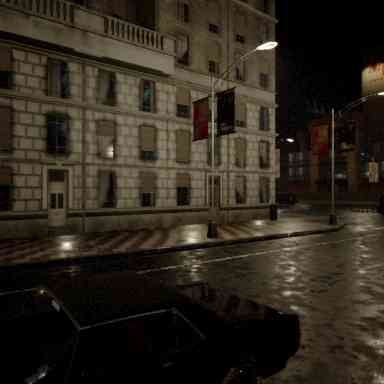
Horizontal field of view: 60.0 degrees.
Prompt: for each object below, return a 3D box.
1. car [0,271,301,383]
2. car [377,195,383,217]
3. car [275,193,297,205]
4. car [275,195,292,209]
[{"bbox_3d":[-1.149,1.601,3.165,4.718,1.301,1.895,0,0,-36],"label":"car"},{"bbox_3d":[17.858,1.221,26.852,2.150,2.045,5.566,1,0,-22],"label":"car"},{"bbox_3d":[15.440,1.221,57.491,2.150,2.045,5.566,0,0,-37],"label":"car"},{"bbox_3d":[10.505,1.525,44.522,1.812,1.442,4.674,0,0,-36],"label":"car"}]
